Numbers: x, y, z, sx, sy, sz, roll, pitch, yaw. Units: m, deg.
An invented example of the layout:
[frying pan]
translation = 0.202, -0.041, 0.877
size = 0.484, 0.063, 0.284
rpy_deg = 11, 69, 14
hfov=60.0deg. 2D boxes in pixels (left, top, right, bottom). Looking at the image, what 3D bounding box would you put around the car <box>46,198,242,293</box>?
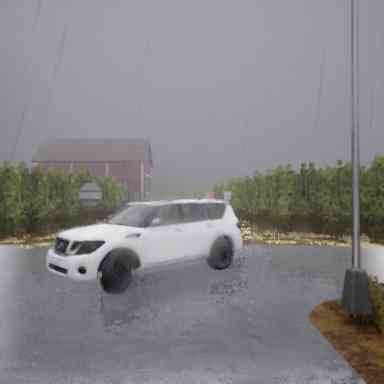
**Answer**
[car]
translation = -0.974, 1.211, 9.224
size = 5.566, 2.045, 2.150
rpy_deg = 0, -2, -42
